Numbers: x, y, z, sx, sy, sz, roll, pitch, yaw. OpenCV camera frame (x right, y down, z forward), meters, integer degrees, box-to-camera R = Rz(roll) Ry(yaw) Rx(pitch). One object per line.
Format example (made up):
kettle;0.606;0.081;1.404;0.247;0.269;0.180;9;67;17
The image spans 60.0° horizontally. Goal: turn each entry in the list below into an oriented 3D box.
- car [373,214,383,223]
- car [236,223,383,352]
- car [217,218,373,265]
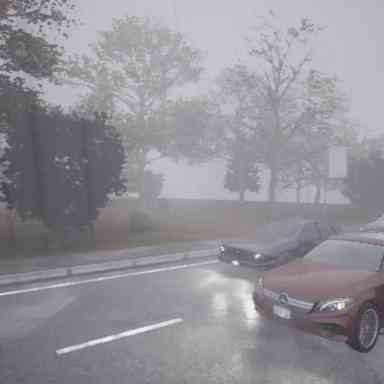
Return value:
car;9.370;1.595;14.918;4.674;1.442;1.812;0;0;-36
car;3.233;1.545;6.316;4.674;1.442;1.812;0;0;-36
car;3.363;1.579;10.711;5.357;1.411;2.033;0;0;-36
